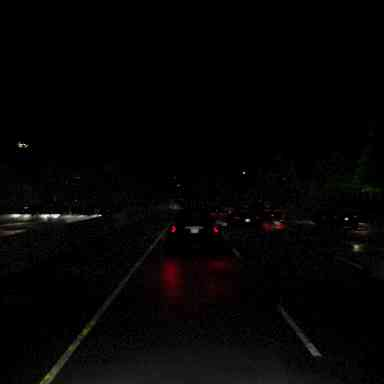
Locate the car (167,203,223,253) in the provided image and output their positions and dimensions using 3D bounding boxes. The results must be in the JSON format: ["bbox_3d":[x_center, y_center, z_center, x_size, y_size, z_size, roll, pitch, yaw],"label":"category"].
[{"bbox_3d":[0.099,1.491,14.469,2.097,1.767,4.553,0,-1,0],"label":"car"}]

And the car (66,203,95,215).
[{"bbox_3d":[-14.009,2.133,42.797,1.882,1.535,5.008,0,-2,0],"label":"car"}]

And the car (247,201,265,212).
[{"bbox_3d":[10.600,2.319,55.062,2.097,1.767,4.553,0,-2,0],"label":"car"}]

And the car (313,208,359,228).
[{"bbox_3d":[10.599,1.853,24.825,1.994,1.385,4.181,0,-1,0],"label":"car"}]

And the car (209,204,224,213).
[{"bbox_3d":[3.600,2.443,50.241,1.895,1.301,4.718,0,-1,0],"label":"car"}]

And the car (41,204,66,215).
[{"bbox_3d":[-17.502,2.239,43.513,1.994,1.385,4.181,0,-1,0],"label":"car"}]

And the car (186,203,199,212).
[{"bbox_3d":[0.100,2.468,52.590,1.994,1.385,4.181,0,-1,0],"label":"car"}]

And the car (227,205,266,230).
[{"bbox_3d":[3.599,1.832,23.490,1.994,1.385,4.181,0,-1,0],"label":"car"}]

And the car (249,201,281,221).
[{"bbox_3d":[7.098,1.905,31.791,2.128,1.511,4.902,0,-1,0],"label":"car"}]

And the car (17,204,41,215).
[{"bbox_3d":[-21.004,2.237,43.448,1.994,1.385,4.181,0,-1,0],"label":"car"}]

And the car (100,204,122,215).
[{"bbox_3d":[-10.503,2.236,43.453,1.994,1.385,4.181,0,-1,0],"label":"car"}]
